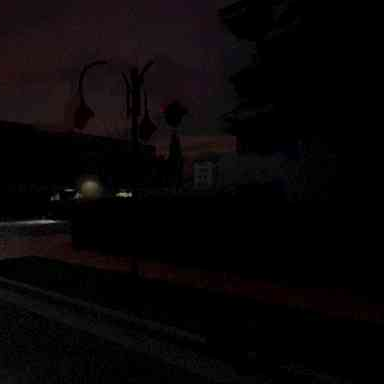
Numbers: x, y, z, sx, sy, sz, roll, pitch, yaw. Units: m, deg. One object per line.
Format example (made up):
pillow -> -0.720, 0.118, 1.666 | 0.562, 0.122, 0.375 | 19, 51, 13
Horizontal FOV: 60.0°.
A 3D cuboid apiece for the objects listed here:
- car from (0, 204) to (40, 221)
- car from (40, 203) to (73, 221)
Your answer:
car -> -14.893, 1.733, 28.687 | 1.895, 1.301, 4.718 | 0, 0, 35
car -> -10.470, 1.682, 28.866 | 1.994, 1.385, 4.181 | 0, 0, 36
